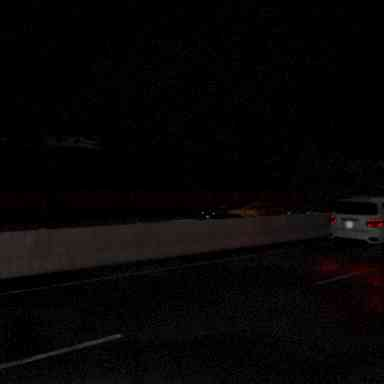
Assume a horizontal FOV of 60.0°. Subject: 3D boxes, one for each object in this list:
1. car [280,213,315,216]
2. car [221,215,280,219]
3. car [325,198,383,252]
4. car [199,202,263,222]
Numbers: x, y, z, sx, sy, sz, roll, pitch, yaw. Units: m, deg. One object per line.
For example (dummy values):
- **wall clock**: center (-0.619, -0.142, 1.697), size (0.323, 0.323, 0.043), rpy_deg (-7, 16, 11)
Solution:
- **car**: center (8.631, 1.401, 23.065), size (4.553, 1.767, 2.097), rpy_deg (0, 0, -36)
- **car**: center (4.789, 1.522, 24.613), size (5.008, 1.535, 1.882), rpy_deg (0, 0, -36)
- **car**: center (7.935, 1.256, 13.703), size (5.566, 2.045, 2.150), rpy_deg (0, 0, -35)
- **car**: center (3.344, 1.593, 27.869), size (5.357, 1.411, 2.033), rpy_deg (0, 0, -36)
